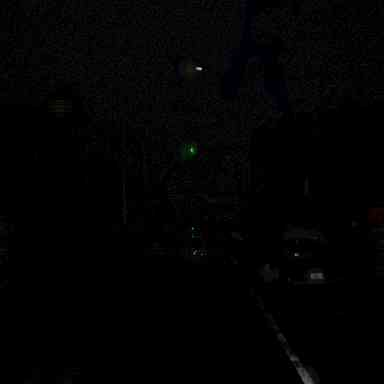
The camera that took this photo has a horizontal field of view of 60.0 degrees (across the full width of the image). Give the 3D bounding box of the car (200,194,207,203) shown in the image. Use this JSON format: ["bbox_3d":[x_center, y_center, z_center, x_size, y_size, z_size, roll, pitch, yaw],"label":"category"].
[{"bbox_3d":[2.596,1.495,52.698,1.802,1.307,4.206,-1,0,0],"label":"car"}]

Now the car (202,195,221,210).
[{"bbox_3d":[2.601,1.474,41.632,1.887,1.381,4.507,-1,0,0],"label":"car"}]

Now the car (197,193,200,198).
[{"bbox_3d":[2.585,1.329,69.295,1.967,1.590,4.097,-1,0,0],"label":"car"}]

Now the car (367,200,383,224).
[{"bbox_3d":[13.831,1.260,21.234,4.553,1.767,2.097,0,1,0],"label":"car"}]

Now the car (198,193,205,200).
[{"bbox_3d":[2.590,1.442,63.763,1.887,1.381,4.507,-1,0,0],"label":"car"}]

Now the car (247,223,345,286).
[{"bbox_3d":[2.618,1.532,9.187,2.008,1.369,4.403,-1,0,0],"label":"car"}]

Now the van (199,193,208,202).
[{"bbox_3d":[2.580,1.222,74.827,1.690,1.788,3.998,-1,0,0],"label":"van"}]

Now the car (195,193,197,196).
[{"bbox_3d":[2.579,1.416,85.893,2.008,1.369,4.403,-1,0,0],"label":"car"}]
